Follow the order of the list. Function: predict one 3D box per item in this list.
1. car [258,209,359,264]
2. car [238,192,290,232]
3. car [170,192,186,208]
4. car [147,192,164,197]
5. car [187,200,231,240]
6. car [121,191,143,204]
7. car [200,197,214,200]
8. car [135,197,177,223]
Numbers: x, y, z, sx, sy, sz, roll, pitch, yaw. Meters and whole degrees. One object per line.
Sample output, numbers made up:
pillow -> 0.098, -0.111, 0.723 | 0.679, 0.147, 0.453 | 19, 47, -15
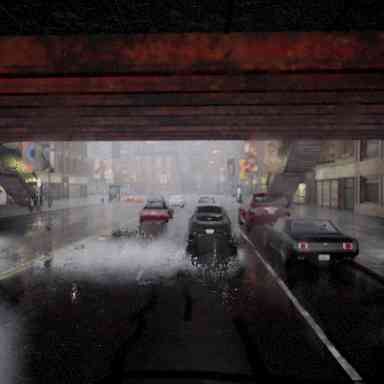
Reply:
car -> 3.682, 1.476, 11.305 | 1.895, 1.301, 4.718 | 0, 1, 2
car -> 3.902, 1.033, 18.693 | 2.435, 2.045, 5.566 | 0, 1, 2
car -> -1.824, 1.108, 39.676 | 1.812, 1.442, 4.674 | 0, 0, 2
car -> -5.225, 0.850, 47.454 | 2.097, 1.767, 4.553 | 0, 1, 2
car -> 0.834, 1.335, 16.062 | 1.837, 1.490, 4.892 | 0, 1, 2
car -> -8.648, 0.828, 49.478 | 2.097, 1.767, 4.553 | 0, 1, 2
car -> 1.469, 1.197, 33.356 | 2.033, 1.411, 5.357 | 0, 1, 2
car -> -2.396, 1.317, 23.308 | 1.994, 1.385, 4.181 | 0, 1, 2
